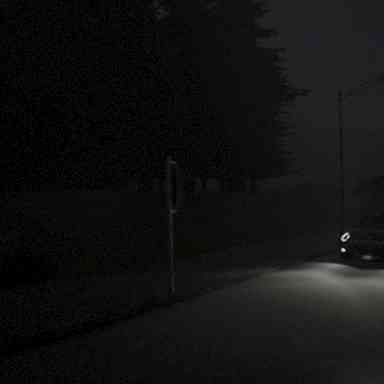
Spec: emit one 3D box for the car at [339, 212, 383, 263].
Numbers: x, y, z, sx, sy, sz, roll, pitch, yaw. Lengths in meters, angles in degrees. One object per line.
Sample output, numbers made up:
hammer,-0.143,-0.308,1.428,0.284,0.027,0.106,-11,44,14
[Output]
car,7.299,1.579,12.562,2.097,1.767,4.553,-3,-2,44
